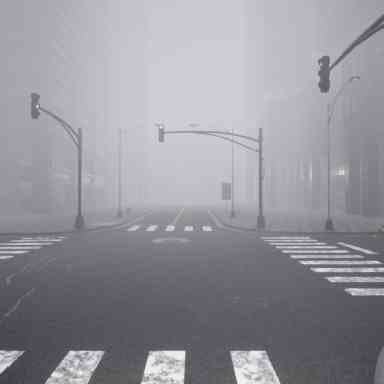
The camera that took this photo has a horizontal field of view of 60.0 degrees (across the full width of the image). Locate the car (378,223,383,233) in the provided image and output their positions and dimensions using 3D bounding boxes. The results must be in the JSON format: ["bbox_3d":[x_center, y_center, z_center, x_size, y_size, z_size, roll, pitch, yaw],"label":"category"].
[{"bbox_3d":[11.754,1.564,16.231,4.829,1.417,1.752,0,-1,0],"label":"car"}]
